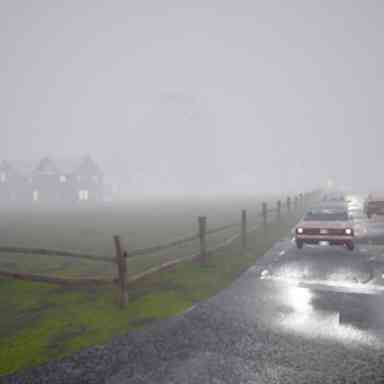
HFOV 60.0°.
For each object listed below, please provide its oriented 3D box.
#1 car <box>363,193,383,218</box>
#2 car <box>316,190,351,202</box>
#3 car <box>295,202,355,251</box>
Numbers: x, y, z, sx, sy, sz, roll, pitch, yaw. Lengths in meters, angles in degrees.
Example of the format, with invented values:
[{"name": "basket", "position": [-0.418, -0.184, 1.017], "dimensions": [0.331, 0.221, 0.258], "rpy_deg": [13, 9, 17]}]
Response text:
[{"name": "car", "position": [12.318, 0.812, 21.634], "dimensions": [1.882, 1.535, 5.008], "rpy_deg": [-2, 0, 25]}, {"name": "car", "position": [9.333, 0.915, 21.939], "dimensions": [2.128, 1.511, 4.902], "rpy_deg": [-2, 1, 24]}, {"name": "car", "position": [5.135, 1.280, 12.687], "dimensions": [1.895, 1.301, 4.718], "rpy_deg": [-2, 1, 24]}]
